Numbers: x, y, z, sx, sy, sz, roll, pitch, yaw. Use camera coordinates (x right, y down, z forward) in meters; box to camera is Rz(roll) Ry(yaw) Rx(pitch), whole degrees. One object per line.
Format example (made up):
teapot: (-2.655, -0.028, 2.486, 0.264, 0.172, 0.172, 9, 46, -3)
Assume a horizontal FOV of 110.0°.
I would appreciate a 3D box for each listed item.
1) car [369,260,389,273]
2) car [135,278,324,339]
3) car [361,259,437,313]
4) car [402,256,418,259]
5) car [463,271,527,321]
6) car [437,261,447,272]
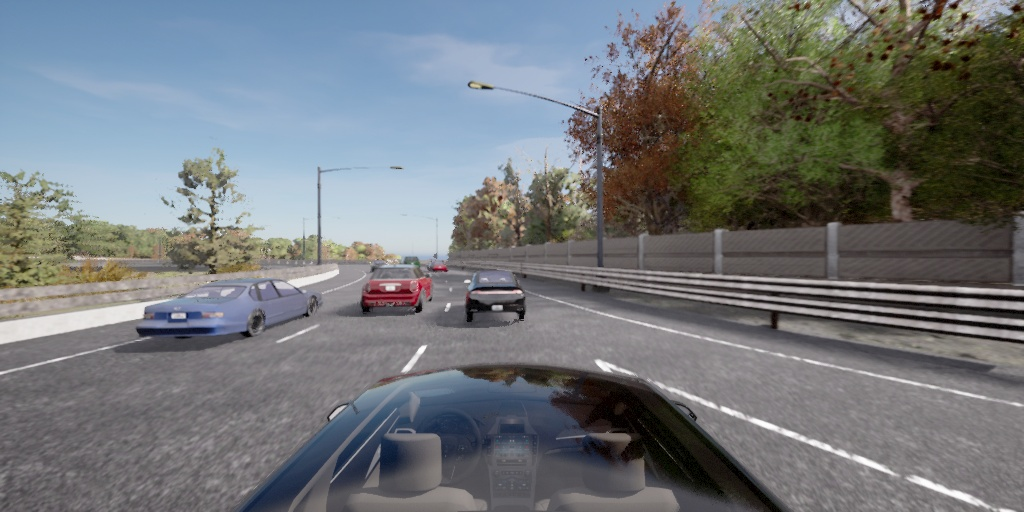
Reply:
car: (-17.334, 1.331, 46.607, 2.128, 1.511, 4.902, 0, 0, -25)
car: (-7.383, 1.330, 10.198, 2.033, 1.411, 5.357, 0, 0, -5)
car: (-4.400, 1.126, 14.369, 2.097, 1.767, 4.553, 0, 0, -7)
car: (-13.264, 1.046, 46.209, 2.150, 2.045, 5.566, 0, 0, -24)
car: (-0.648, 1.250, 12.519, 2.128, 1.511, 4.902, 0, 0, -6)
car: (-9.906, 1.376, 47.149, 1.994, 1.385, 4.181, 0, 0, -24)
